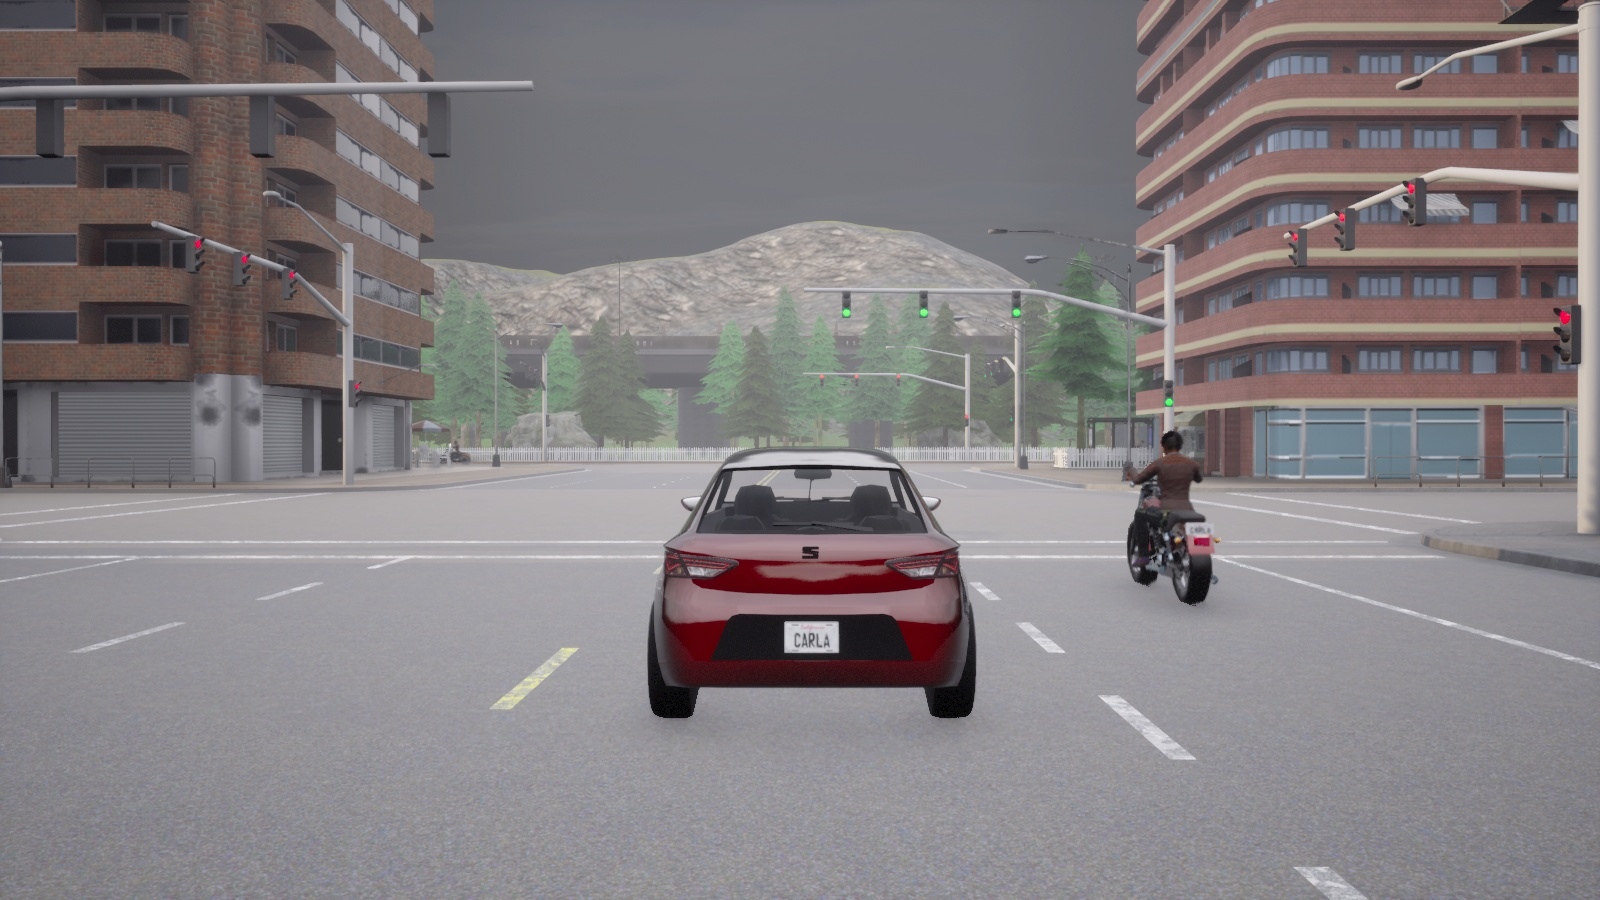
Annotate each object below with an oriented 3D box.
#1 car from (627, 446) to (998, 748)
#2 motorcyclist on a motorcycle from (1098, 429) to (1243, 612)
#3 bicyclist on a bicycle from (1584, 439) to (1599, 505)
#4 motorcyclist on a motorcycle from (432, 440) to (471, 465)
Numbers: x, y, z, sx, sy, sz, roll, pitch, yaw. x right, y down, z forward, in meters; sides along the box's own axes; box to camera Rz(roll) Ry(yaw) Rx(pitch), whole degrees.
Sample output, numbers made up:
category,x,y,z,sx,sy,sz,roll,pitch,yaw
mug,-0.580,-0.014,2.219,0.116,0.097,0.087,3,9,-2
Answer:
category,x,y,z,sx,sy,sz,roll,pitch,yaw
car,0.073,0.714,8.256,1.816,1.474,4.193,0,0,0
motorcyclist on a motorcycle,3.605,0.629,12.449,0.766,1.649,2.350,0,0,0
bicyclist on a bicycle,20.418,0.540,31.095,1.656,1.620,0.582,0,0,0
motorcyclist on a motorcycle,-22.766,0.159,82.057,2.350,1.649,0.766,0,0,0
